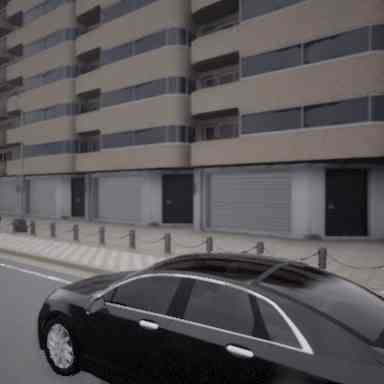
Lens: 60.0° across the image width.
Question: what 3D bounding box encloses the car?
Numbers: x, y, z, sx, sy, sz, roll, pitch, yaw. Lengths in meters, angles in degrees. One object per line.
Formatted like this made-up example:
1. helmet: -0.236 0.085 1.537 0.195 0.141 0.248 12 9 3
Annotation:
1. car: 0.123 1.498 3.906 4.892 1.490 1.837 0 0 36
